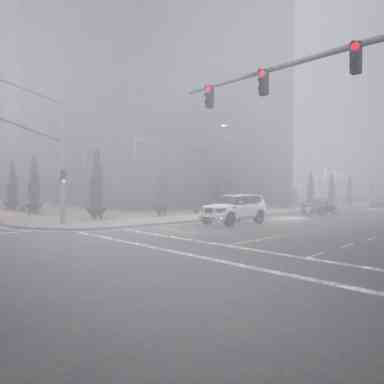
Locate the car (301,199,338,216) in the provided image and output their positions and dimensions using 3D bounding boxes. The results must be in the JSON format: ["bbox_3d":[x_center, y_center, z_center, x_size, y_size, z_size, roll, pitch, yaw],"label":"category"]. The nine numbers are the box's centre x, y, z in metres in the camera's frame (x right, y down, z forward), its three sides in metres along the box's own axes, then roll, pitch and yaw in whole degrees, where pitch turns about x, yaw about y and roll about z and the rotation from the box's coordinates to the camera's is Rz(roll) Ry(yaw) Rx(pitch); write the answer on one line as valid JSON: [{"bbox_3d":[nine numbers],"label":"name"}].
[{"bbox_3d":[12.307,1.437,32.016,4.902,1.511,2.128,0,0,-45],"label":"car"}]

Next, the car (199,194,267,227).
[{"bbox_3d":[2.939,1.159,22.822,5.566,2.045,2.150,0,0,-44],"label":"car"}]

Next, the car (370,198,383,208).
[{"bbox_3d":[25.805,1.521,45.149,4.181,1.385,1.994,0,0,-44],"label":"car"}]
